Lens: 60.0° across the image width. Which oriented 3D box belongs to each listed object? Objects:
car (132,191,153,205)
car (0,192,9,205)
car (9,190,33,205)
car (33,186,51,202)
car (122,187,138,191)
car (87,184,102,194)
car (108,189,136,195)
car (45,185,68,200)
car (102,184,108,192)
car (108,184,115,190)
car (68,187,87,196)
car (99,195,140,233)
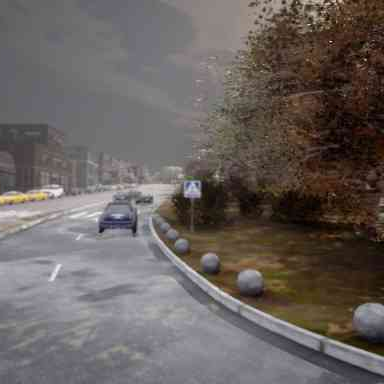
[{"bbox_3d":[-5.904,0.843,41.629,1.895,1.301,4.718,0,2,-2],"label":"car"},{"bbox_3d":[-20.697,0.838,32.815,1.946,1.575,5.366,0,2,-1],"label":"car"},{"bbox_3d":[-20.842,0.650,38.333,1.946,1.575,5.366,0,2,-2],"label":"car"},{"bbox_3d":[-20.998,0.464,43.852,1.946,1.575,5.366,0,2,-2],"label":"car"},{"bbox_3d":[-9.565,0.334,54.290,2.033,1.411,5.357,0,2,-1],"label":"car"},{"bbox_3d":[-21.782,-0.473,71.769,2.231,1.521,4.892,0,2,-2],"label":"car"},{"bbox_3d":[-9.274,0.678,44.159,2.033,1.411,5.357,0,2,-1],"label":"car"},{"bbox_3d":[-21.156,0.020,49.647,2.435,2.045,5.566,0,2,-2],"label":"car"},{"bbox_3d":[-21.934,-0.910,77.245,2.435,2.045,5.566,0,2,-2],"label":"car"},{"bbox_3d":[-22.257,-0.975,86.664,2.231,1.521,4.892,0,2,-1],"label":"car"},{"bbox_3d":[-21.474,-0.071,60.692,2.163,1.488,4.792,0,2,-2],"label":"car"},{"bbox_3d":[-4.392,1.340,20.228,2.097,1.767,4.553,1,2,-10],"label":"car"}]
